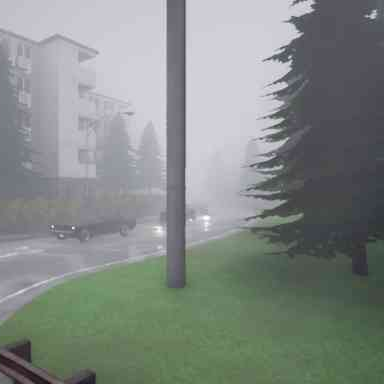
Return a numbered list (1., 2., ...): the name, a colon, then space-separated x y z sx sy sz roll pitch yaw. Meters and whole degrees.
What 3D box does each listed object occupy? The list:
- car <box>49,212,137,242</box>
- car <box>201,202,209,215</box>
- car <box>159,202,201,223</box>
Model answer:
1. car: -5.141 1.775 17.782 1.895 1.301 4.718 0 0 29
2. car: 0.880 1.774 36.979 1.895 1.301 4.718 0 0 4
3. car: -1.060 1.652 27.034 1.882 1.535 5.008 0 0 16
